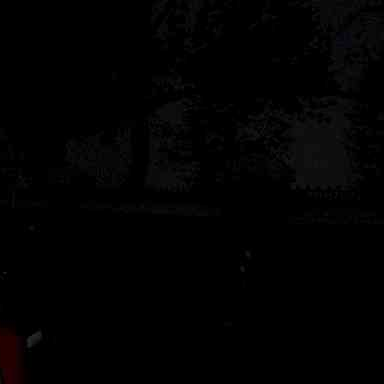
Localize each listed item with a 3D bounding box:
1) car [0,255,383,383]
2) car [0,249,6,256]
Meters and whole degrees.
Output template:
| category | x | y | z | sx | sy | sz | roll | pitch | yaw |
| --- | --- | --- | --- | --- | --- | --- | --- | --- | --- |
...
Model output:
| category | x | y | z | sx | sy | sz | roll | pitch | yaw |
| --- | --- | --- | --- | --- | --- | --- | --- | --- | --- |
| car | -0.368 | 1.535 | 3.162 | 4.507 | 1.381 | 1.887 | 0 | 0 | 36 |
| car | -4.946 | 1.516 | 6.445 | 4.403 | 1.369 | 2.008 | 0 | 0 | 36 |
